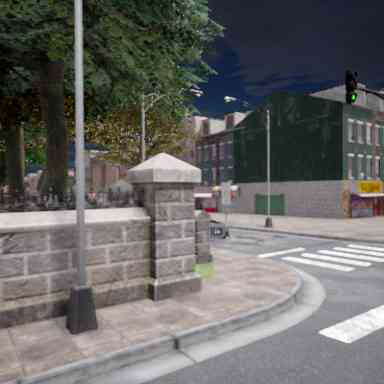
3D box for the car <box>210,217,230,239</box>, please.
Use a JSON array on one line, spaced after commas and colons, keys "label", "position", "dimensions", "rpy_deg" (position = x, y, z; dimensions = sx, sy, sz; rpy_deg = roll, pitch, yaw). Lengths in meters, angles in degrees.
[{"label": "car", "position": [0.079, 1.777, 17.639], "dimensions": [1.994, 1.385, 4.181], "rpy_deg": [-1, 0, -35]}]
